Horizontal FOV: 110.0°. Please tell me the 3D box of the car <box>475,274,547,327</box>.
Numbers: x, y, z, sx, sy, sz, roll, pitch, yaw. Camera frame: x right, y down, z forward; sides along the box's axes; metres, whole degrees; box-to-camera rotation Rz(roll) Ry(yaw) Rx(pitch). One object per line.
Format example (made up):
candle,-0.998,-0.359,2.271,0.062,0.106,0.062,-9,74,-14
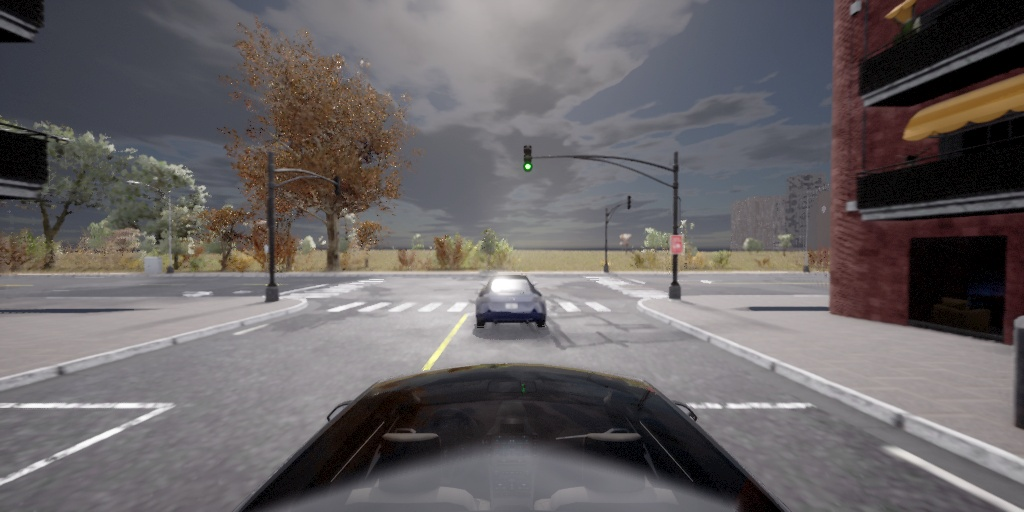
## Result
car,-0.087,1.261,11.291,1.994,1.385,4.181,0,0,-2
